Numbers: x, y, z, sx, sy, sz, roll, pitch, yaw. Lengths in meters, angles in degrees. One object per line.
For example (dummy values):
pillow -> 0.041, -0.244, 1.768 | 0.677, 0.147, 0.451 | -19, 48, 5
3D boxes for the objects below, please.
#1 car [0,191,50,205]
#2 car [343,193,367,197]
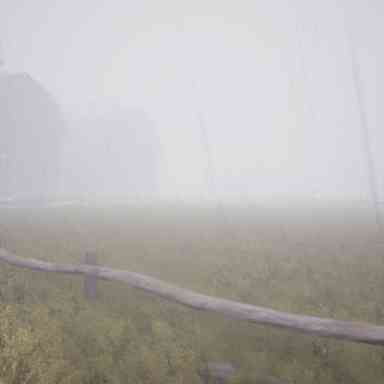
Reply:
car -> -16.619, 0.702, 33.022 | 2.097, 1.767, 4.553 | 1, 1, 33
car -> 40.693, 1.014, 83.782 | 4.605, 1.855, 1.932 | 1, 1, 35
